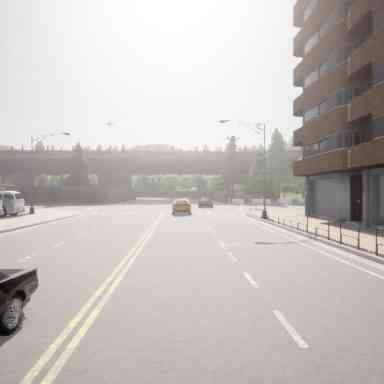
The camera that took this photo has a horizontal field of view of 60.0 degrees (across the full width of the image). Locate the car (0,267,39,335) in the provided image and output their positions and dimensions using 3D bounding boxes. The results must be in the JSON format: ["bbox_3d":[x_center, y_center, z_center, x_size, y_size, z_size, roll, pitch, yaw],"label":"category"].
[{"bbox_3d":[-3.690,1.601,3.924,1.895,1.301,4.718,0,0,-2],"label":"car"}]

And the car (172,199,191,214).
[{"bbox_3d":[-1.116,1.478,35.309,1.882,1.535,5.008,0,0,-2],"label":"car"}]

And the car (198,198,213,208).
[{"bbox_3d":[1.914,1.530,48.381,1.994,1.385,4.181,0,0,-2],"label":"car"}]
